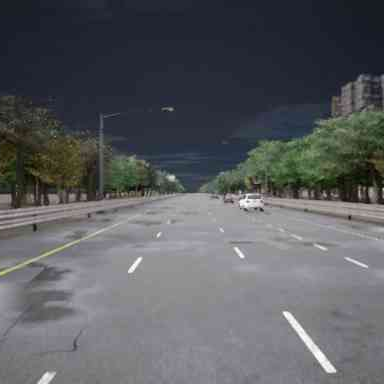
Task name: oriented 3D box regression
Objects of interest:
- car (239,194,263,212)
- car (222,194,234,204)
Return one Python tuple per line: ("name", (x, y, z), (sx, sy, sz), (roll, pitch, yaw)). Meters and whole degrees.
("car", (7.060, 1.253, 39.888), (2.150, 2.045, 5.566), (0, 0, 0))
("car", (7.178, 1.583, 66.920), (1.812, 1.442, 4.674), (0, 0, 0))
